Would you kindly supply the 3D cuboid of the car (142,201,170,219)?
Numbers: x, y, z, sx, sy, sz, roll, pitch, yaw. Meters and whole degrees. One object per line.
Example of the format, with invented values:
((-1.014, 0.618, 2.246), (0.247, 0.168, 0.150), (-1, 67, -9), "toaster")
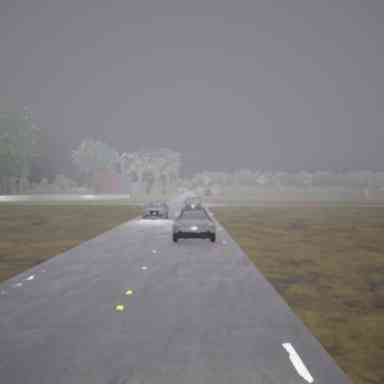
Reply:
((-2.842, 1.423, 27.085), (1.994, 1.385, 4.181), (0, 0, 0), "car")

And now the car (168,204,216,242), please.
((0.098, 1.483, 15.946), (1.994, 1.385, 4.181), (0, 0, 0), "car")

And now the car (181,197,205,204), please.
((0.098, 1.194, 30.209), (2.097, 1.767, 4.553), (0, 0, 0), "car")
